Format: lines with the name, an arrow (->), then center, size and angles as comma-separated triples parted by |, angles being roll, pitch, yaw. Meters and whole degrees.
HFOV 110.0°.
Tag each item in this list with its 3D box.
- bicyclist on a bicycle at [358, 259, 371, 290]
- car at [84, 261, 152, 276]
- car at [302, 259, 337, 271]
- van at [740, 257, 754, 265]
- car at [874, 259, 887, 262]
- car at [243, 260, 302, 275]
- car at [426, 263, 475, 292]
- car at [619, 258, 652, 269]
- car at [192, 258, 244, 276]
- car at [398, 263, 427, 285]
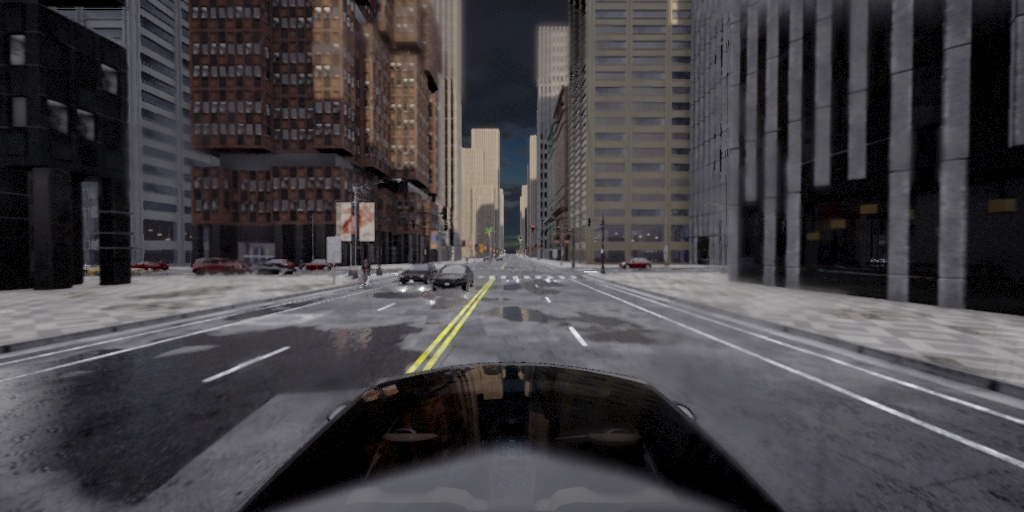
bicyclist on a bicycle -> -8.749, 1.082, 21.287 | 0.659, 1.776, 1.843 | 0, 0, 0
car -> -40.834, 1.393, 37.169 | 4.829, 1.417, 1.751 | 0, 0, 0
car -> -24.729, 1.111, 45.702 | 4.097, 1.591, 1.967 | 0, 0, 0
van -> 27.518, 1.030, 40.243 | 3.998, 1.789, 1.690 | 0, 0, 0
car -> 43.839, 1.114, 40.152 | 4.097, 1.591, 1.967 | 0, 0, 0
car -> -24.726, 1.377, 37.178 | 4.313, 1.339, 1.948 | 0, 0, 0
car -> -3.321, 1.190, 20.957 | 1.882, 1.535, 5.008 | 0, 0, 0
car -> 16.681, 1.001, 48.828 | 4.097, 1.591, 1.967 | 0, 0, 0
car -> -30.152, 1.144, 37.175 | 5.009, 1.841, 2.192 | 0, 0, 0
car -> -6.534, 1.248, 26.031 | 2.033, 1.411, 5.357 | 0, 0, 1
